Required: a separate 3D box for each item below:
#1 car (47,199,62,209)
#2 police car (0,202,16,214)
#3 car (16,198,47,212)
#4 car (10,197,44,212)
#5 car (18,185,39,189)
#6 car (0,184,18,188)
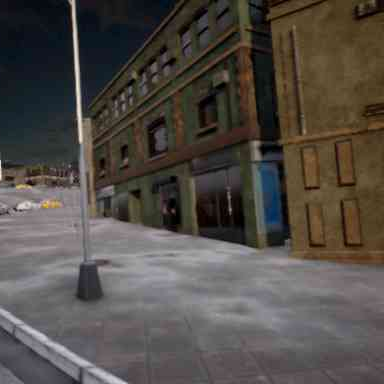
[{"bbox_3d":[-22.151,1.906,51.676,1.882,1.535,5.008,-5,0,6],"label":"car"},{"bbox_3d":[-21.609,1.825,36.553,1.930,1.638,5.238,-4,0,-10],"label":"police car"},{"bbox_3d":[-22.414,1.955,45.954,1.812,1.442,4.674,-4,0,0],"label":"car"},{"bbox_3d":[-26.423,2.007,53.501,2.150,2.045,5.566,-5,-1,7],"label":"car"},{"bbox_3d":[-41.739,-1.052,83.151,2.097,1.535,5.008,-6,-4,28],"label":"car"},{"bbox_3d":[-44.354,-1.095,78.258,2.002,1.452,4.674,-6,-4,29],"label":"car"}]
